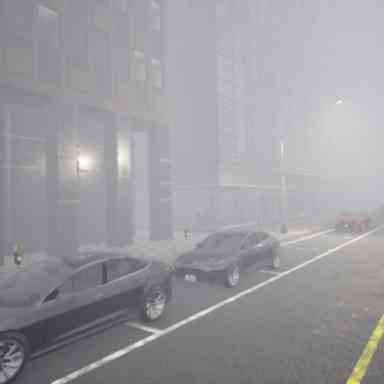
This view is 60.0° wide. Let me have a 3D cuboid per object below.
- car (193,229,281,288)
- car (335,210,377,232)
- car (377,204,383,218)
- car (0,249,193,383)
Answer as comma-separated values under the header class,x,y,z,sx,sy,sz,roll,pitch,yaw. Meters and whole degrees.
class,x,y,z,sx,sy,sz,roll,pitch,yaw
car,1.278,1.844,10.213,1.947,1.339,4.313,-3,-2,37
car,11.476,1.985,23.572,1.887,1.381,4.507,-3,-2,37
car,21.672,2.044,36.932,1.967,1.590,4.097,-3,-2,37
car,-2.121,1.791,5.761,1.947,1.339,4.313,-3,-2,37
